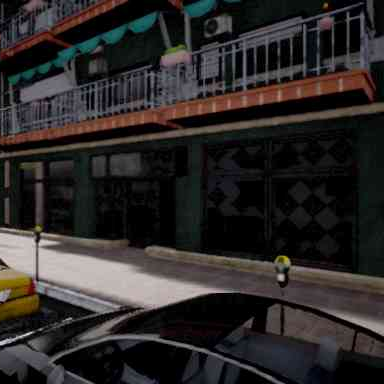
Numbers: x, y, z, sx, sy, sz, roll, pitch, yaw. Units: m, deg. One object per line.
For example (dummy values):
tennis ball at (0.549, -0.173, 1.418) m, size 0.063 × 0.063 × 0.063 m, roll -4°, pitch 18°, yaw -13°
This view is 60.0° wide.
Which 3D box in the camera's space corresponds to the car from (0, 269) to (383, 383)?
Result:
car at (0.052, 1.556, 2.688) m, size 4.313 × 1.339 × 1.947 m, roll 1°, pitch 0°, yaw 35°

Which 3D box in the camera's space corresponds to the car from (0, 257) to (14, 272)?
car at (-4.719, 1.473, 6.091) m, size 4.829 × 1.417 × 1.752 m, roll 0°, pitch 0°, yaw 36°
